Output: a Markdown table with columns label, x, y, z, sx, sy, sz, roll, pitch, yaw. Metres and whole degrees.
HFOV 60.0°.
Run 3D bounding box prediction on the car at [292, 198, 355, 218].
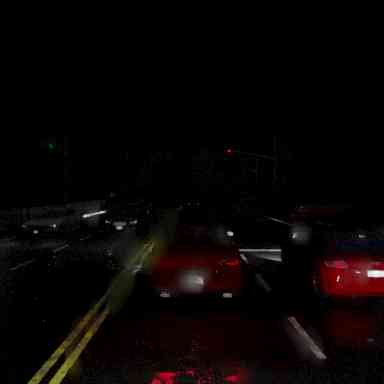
| label | x | y | z | sx | sy | sz | roll | pitch | yaw |
| --- | --- | --- | --- | --- | --- | --- | --- | --- | --- |
| car | 10.389 | 1.314 | 26.626 | 4.553 | 1.767 | 2.097 | 0 | 0 | 2 |

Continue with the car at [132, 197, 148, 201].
| label | x | y | z | sx | sy | sz | roll | pitch | yaw |
| --- | --- | --- | --- | --- | --- | --- | --- | --- | --- |
| car | -6.970 | 1.492 | 44.474 | 2.128 | 1.511 | 4.902 | 0 | 0 | 0 |

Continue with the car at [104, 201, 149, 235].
| label | x | y | z | sx | sy | sz | roll | pitch | yaw |
| --- | --- | --- | --- | --- | --- | --- | --- | --- | --- |
| car | -3.560 | 1.491 | 18.771 | 2.128 | 1.511 | 4.902 | 0 | 0 | 0 |

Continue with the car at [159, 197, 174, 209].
| label | x | y | z | sx | sy | sz | roll | pitch | yaw |
| --- | --- | --- | --- | --- | --- | --- | --- | --- | --- |
| car | -3.462 | 1.507 | 45.632 | 1.837 | 1.490 | 4.892 | 0 | -1 | 1 |

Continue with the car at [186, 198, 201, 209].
| label | x | y | z | sx | sy | sz | roll | pitch | yaw |
| --- | --- | --- | --- | --- | --- | --- | --- | --- | --- |
| car | 0.197 | 1.547 | 44.807 | 2.033 | 1.411 | 5.357 | 0 | 0 | 0 |

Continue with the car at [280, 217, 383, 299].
| label | x | y | z | sx | sy | sz | roll | pitch | yaw |
| --- | --- | --- | --- | --- | --- | --- | --- | --- | --- |
| car | 3.639 | 1.564 | 8.491 | 1.994 | 1.385 | 4.181 | 0 | 0 | 1 |

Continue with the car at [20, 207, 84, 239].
| label | x | y | z | sx | sy | sz | roll | pitch | yaw |
| --- | --- | --- | --- | --- | --- | --- | --- | --- | --- |
| car | -7.049 | 1.525 | 17.329 | 1.812 | 1.442 | 4.674 | 0 | 0 | 0 |

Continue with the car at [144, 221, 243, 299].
| label | x | y | z | sx | sy | sz | roll | pitch | yaw |
| --- | --- | --- | --- | --- | --- | --- | --- | --- | --- |
| car | 0.100 | 1.478 | 8.540 | 1.882 | 1.535 | 5.008 | 0 | 0 | 0 |
